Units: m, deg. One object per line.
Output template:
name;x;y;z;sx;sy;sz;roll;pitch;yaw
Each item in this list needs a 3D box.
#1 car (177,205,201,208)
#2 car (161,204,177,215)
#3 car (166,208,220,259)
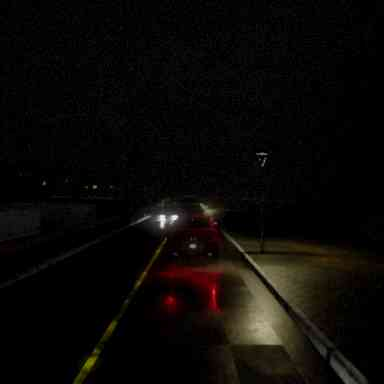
car;0.038;1.866;27.326;1.837;1.490;4.892;0;0;1
car;-2.798;2.150;41.727;1.895;1.301;4.718;0;-1;1
car;0.050;1.656;13.488;1.882;1.535;5.008;0;0;1
